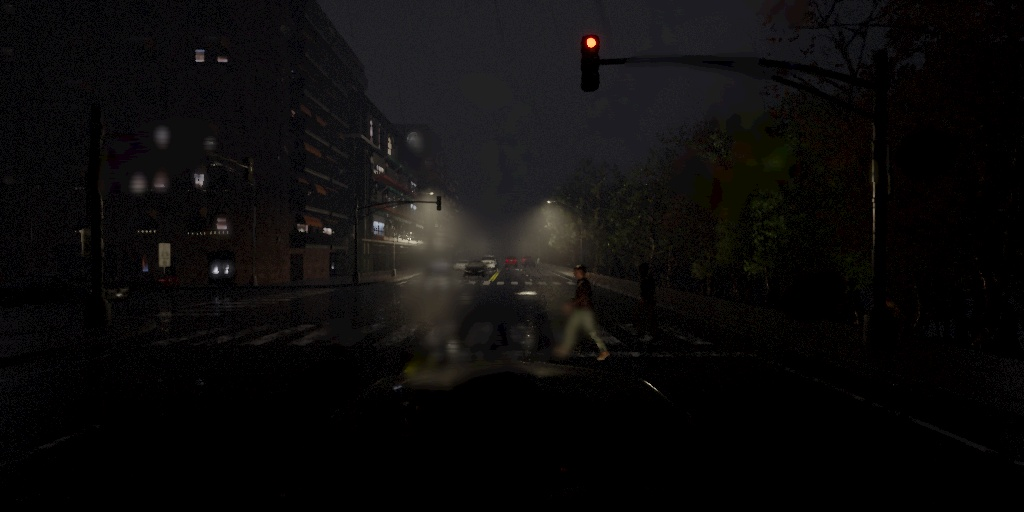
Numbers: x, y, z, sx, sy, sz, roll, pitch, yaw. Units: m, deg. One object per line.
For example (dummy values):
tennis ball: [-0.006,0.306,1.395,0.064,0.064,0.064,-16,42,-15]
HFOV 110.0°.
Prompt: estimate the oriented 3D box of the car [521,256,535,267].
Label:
car: [3.128,1.242,64.358,1.882,1.535,5.008,0,0,0]

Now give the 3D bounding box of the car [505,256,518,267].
car: [-0.122,0.986,64.381,2.150,2.045,5.566,0,0,0]

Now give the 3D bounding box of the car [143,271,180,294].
car: [-22.820,1.592,21.936,4.207,1.307,1.802,0,0,-1]

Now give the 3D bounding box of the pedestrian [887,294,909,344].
pedestrian: [8.020,1.271,7.569,0.500,1.100,0.500,0,0,0]

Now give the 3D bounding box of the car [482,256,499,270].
car: [-3.437,0.980,52.362,2.150,2.045,5.566,0,0,0]

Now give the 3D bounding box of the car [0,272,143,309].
car: [-19.959,1.508,16.051,4.674,1.442,1.812,-1,0,-1]

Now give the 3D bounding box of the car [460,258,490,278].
car: [-3.410,1.229,34.271,1.882,1.535,5.008,0,0,0]

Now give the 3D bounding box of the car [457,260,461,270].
car: [-6.683,1.282,49.018,1.812,1.442,4.674,0,0,0]

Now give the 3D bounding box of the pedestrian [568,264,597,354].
pedestrian: [1.344,1.044,6.860,0.375,1.860,0.375,0,0,0]

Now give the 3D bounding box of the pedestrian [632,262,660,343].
pedestrian: [3.050,1.044,8.159,0.375,1.860,0.375,0,0,0]

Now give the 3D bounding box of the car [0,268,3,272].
car: [-22.681,1.335,13.289,5.009,1.841,2.192,0,0,-1]

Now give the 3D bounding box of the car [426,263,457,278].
car: [-6.663,1.352,33.425,1.895,1.301,4.718,0,0,0]
